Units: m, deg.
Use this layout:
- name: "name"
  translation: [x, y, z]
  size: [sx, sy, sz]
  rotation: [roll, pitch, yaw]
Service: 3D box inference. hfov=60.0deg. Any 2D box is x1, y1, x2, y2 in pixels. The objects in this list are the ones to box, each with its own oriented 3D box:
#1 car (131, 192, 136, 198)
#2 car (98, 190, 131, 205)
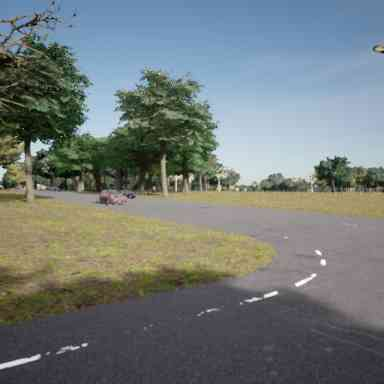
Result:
- name: "car"
  translation: [-10.945, 0.365, 53.892]
  size: [1.895, 1.301, 4.718]
  rotation: [-1, 2, -35]
- name: "car"
  translation: [-9.502, 0.554, 39.753]
  size: [2.097, 1.767, 4.553]
  rotation: [-1, 2, -35]
